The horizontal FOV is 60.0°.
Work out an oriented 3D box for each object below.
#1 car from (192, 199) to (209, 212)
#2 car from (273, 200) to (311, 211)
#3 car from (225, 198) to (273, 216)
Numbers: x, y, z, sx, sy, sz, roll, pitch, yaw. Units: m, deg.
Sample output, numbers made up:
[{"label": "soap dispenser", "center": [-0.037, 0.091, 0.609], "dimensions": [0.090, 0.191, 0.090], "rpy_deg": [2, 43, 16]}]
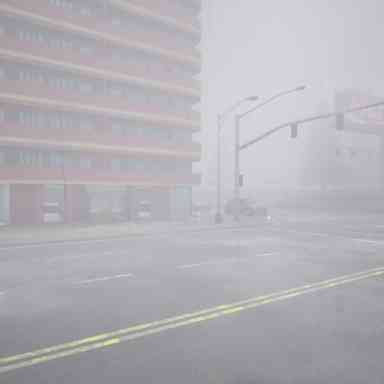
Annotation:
[{"label": "car", "center": [0.261, 1.526, 39.812], "dimensions": [1.812, 1.442, 4.674], "rpy_deg": [0, 0, -34]}, {"label": "car", "center": [12.214, 1.601, 41.192], "dimensions": [1.895, 1.301, 4.718], "rpy_deg": [0, 0, -34]}, {"label": "car", "center": [5.240, 1.352, 32.389], "dimensions": [2.097, 1.767, 4.553], "rpy_deg": [0, 0, -34]}]
